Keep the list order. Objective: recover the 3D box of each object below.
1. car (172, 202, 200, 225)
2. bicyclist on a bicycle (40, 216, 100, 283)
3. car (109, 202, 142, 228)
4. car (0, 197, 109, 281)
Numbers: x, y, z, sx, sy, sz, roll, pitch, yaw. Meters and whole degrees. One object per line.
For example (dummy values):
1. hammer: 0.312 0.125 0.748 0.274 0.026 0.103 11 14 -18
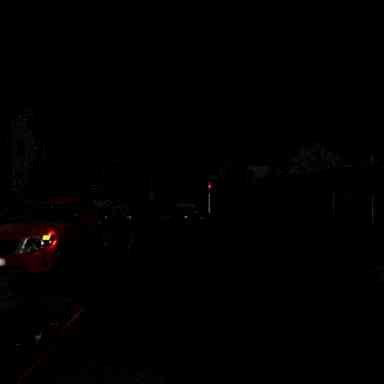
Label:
1. car: -0.467 1.478 24.361 1.882 1.535 5.008 0 0 -2
2. bicyclist on a bicycle: -2.913 1.441 8.300 0.582 1.620 1.656 0 -11 39
3. car: -4.563 1.478 22.530 1.882 1.535 5.008 0 1 -1
4. car: -4.375 1.211 10.170 2.150 2.045 5.566 -2 0 -1
